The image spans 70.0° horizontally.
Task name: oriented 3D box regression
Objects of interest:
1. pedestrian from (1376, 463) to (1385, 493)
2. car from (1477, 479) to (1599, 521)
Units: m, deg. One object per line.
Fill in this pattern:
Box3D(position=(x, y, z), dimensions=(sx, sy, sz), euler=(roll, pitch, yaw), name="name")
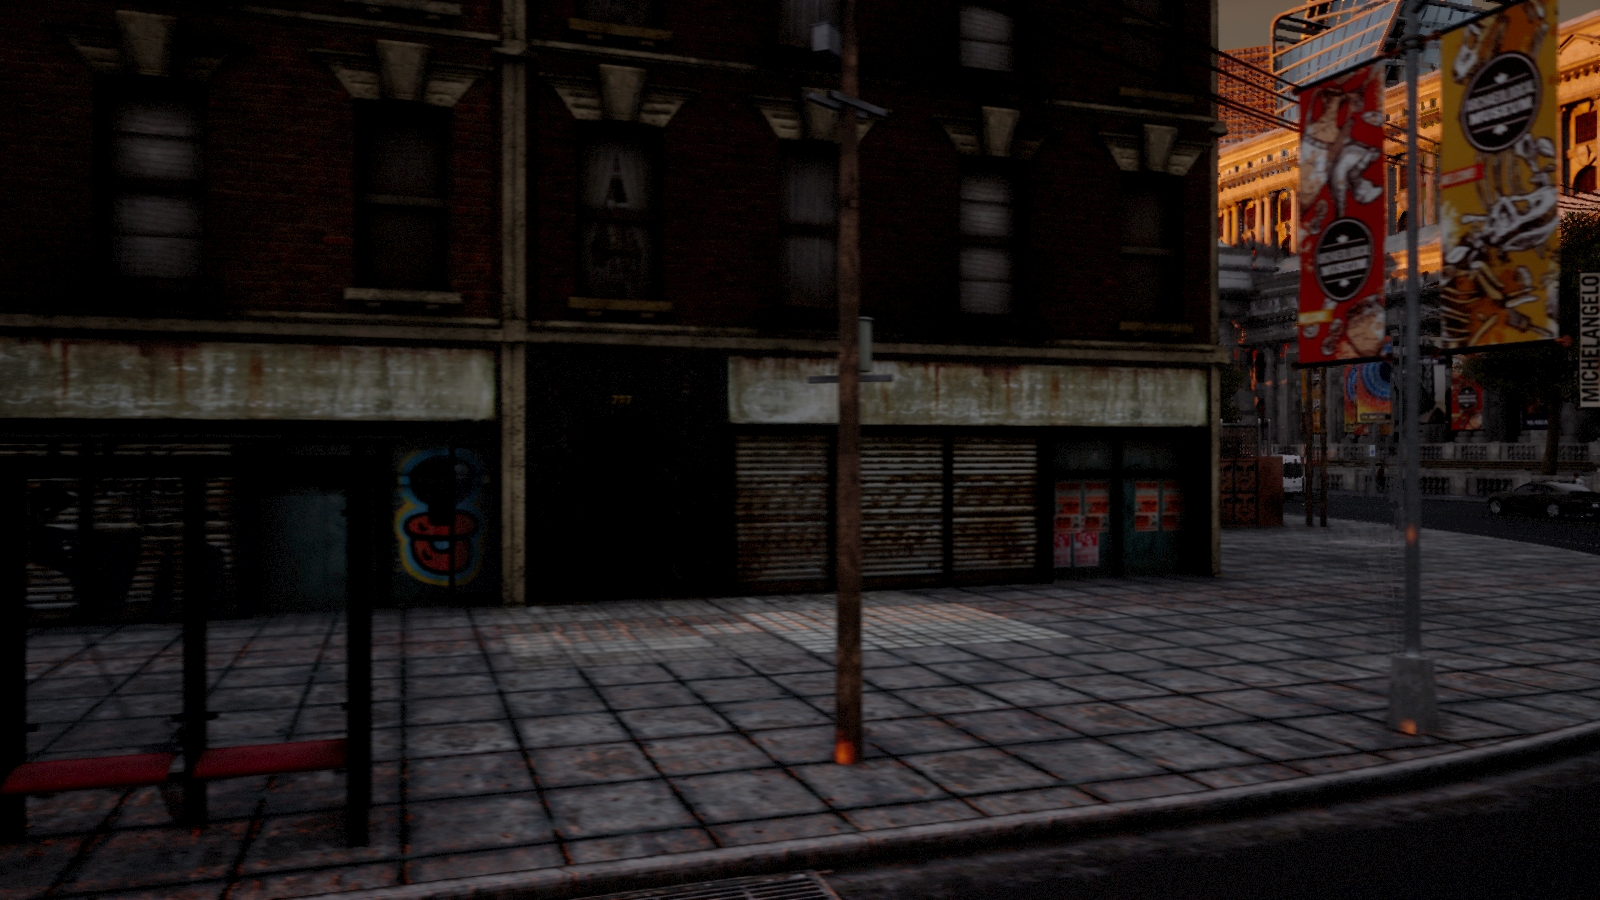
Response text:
Box3D(position=(35.548, 1.714, 69.945), dimensions=(0.375, 1.860, 0.375), euler=(0, 0, -9), name="pedestrian")
Box3D(position=(31.133, 2.046, 47.766), dimensions=(2.097, 1.535, 5.006), euler=(0, 0, -10), name="car")
